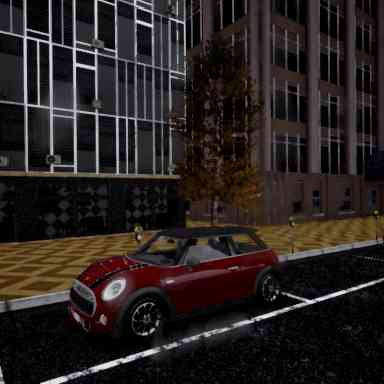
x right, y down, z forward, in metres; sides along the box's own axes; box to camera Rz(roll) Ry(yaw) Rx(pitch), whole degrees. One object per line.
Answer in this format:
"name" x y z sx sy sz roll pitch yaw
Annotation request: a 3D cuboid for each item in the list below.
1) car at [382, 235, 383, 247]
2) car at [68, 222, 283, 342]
"car" 9.107 1.547 12.939 4.403 1.369 2.008 0 -1 -35
"car" -0.194 1.439 6.404 4.097 1.590 1.967 0 -1 -35
